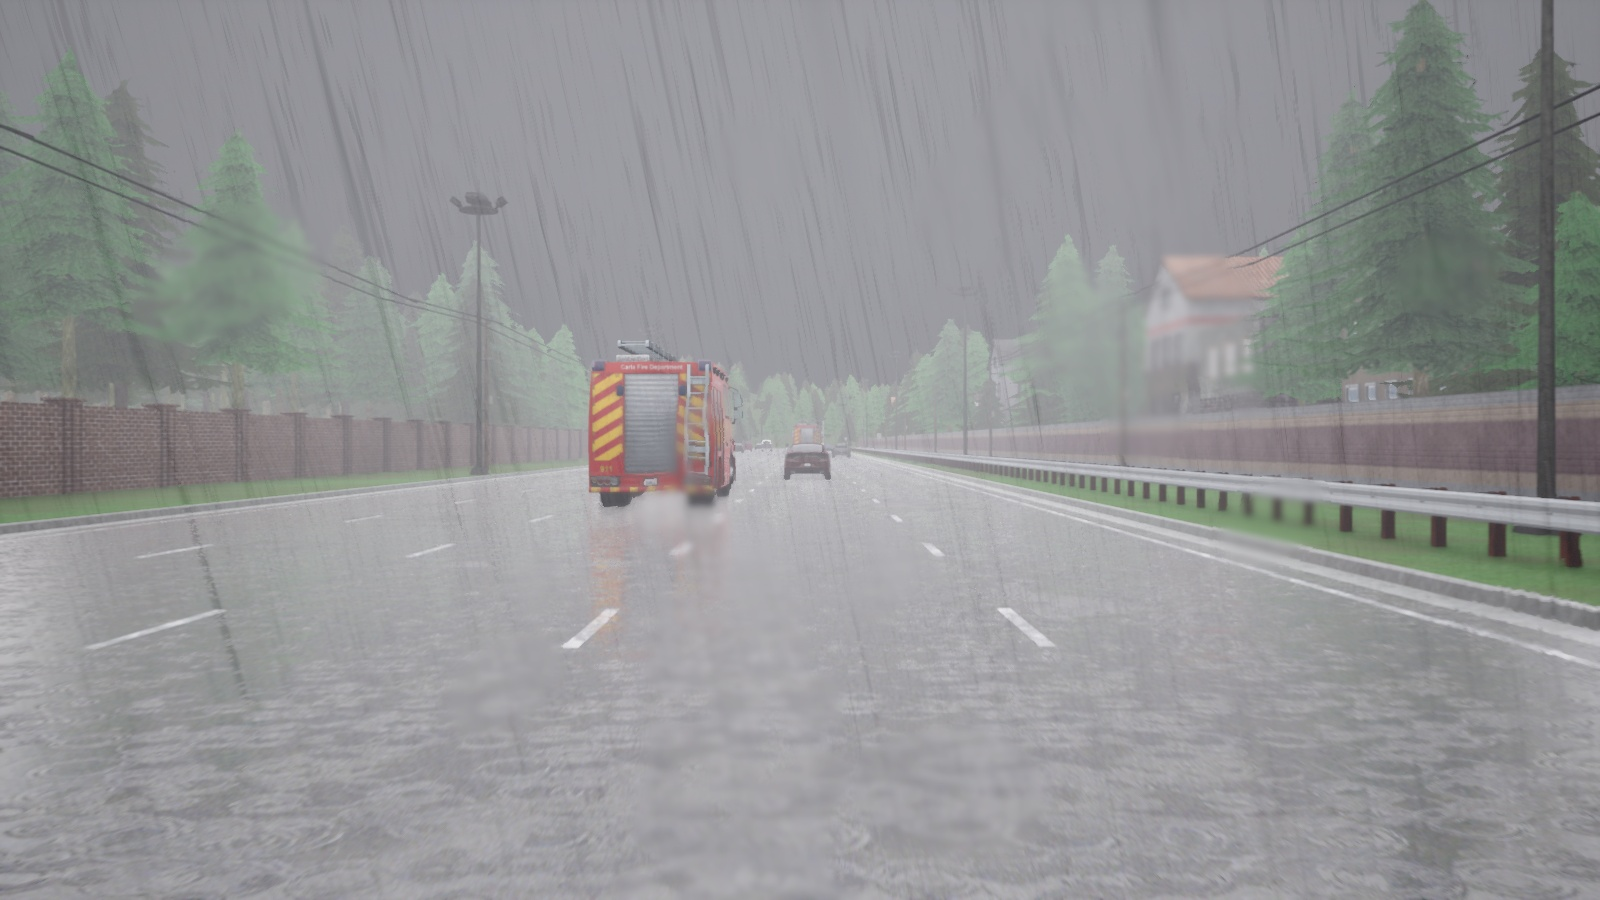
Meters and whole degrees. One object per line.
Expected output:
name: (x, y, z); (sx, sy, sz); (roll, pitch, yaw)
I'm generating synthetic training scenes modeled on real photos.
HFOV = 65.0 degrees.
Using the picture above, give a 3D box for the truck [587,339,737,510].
truck: (-3.300, -0.603, 32.402); (2.891, 3.827, 8.468); (0, 0, 0)

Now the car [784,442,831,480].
car: (0.315, 0.427, 52.819); (1.882, 1.535, 5.008); (0, 0, 0)
